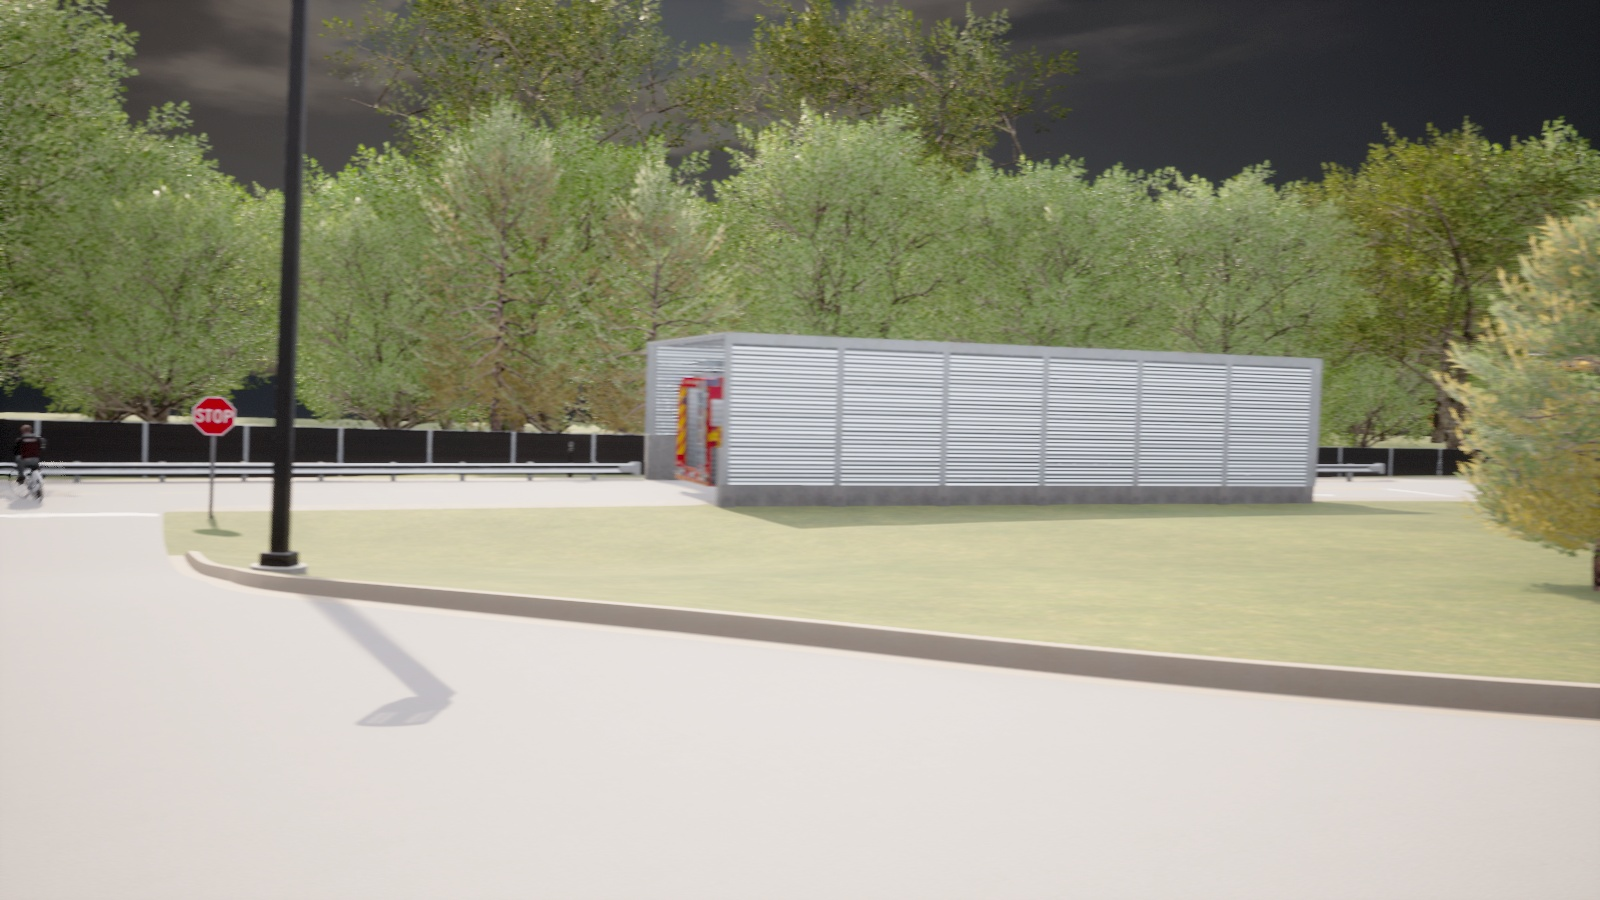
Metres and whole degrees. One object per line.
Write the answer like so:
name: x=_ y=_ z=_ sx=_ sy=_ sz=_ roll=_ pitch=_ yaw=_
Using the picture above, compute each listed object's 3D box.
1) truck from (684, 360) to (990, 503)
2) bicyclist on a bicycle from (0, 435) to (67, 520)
truck: x=1.121 y=-0.603 z=36.792 sx=8.468 sy=3.827 sz=2.891 roll=-1 pitch=3 yaw=-23
bicyclist on a bicycle: x=-17.547 y=0.608 z=28.702 sx=1.843 sy=1.776 sz=0.659 roll=3 pitch=8 yaw=40
